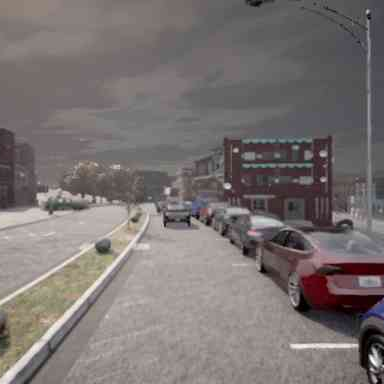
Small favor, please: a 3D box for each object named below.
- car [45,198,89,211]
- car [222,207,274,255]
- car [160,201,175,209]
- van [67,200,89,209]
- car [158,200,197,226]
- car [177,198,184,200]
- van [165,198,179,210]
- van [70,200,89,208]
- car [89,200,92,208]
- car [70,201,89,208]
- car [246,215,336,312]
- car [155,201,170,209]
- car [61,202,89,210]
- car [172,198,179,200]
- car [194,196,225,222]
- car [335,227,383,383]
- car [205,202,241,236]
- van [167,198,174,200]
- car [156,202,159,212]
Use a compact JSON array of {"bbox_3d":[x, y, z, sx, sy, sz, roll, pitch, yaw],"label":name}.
[{"bbox_3d":[-18.510,1.835,48.719,5.566,2.045,2.435,0,-2,-11],"label":"car"},{"bbox_3d":[2.630,1.550,13.332,2.002,1.452,4.674,0,0,-3],"label":"car"},{"bbox_3d":[-4.702,2.453,62.636,2.163,1.488,4.792,0,-2,-13],"label":"car"},{"bbox_3d":[-24.789,2.679,72.587,4.442,1.987,1.878,0,-2,-17],"label":"van"},{"bbox_3d":[-1.157,1.573,23.782,2.128,1.511,4.902,0,0,-5],"label":"car"},{"bbox_3d":[-0.354,1.839,40.869,2.002,1.452,4.674,0,-1,-9],"label":"car"},{"bbox_3d":[-3.475,2.016,57.327,1.878,1.987,4.442,0,-2,-12],"label":"van"},{"bbox_3d":[-27.939,2.995,82.915,4.442,1.987,1.878,0,-2,-19],"label":"van"},{"bbox_3d":[-20.997,2.458,59.475,4.892,1.521,2.231,0,-2,-14],"label":"car"},{"bbox_3d":[-28.967,3.171,85.473,4.553,1.767,2.185,0,-2,-19],"label":"car"},{"bbox_3d":[2.871,1.526,7.818,2.163,1.488,4.792,0,0,-1],"label":"car"},{"bbox_3d":[-6.058,2.602,67.957,2.097,1.535,5.008,0,-2,-14],"label":"car"},{"bbox_3d":[-21.712,2.580,62.110,4.792,1.488,2.163,0,-2,-14],"label":"car"},{"bbox_3d":[-1.287,1.963,46.331,2.002,1.452,4.674,0,-1,-10],"label":"car"},{"bbox_3d":[1.191,1.366,29.937,2.435,2.045,5.566,0,-1,-6],"label":"car"},{"bbox_3d":[3.011,1.356,2.092,2.185,1.767,4.553,0,0,0],"label":"car"},{"bbox_3d":[2.277,1.526,18.742,2.231,1.521,4.892,0,0,-4],"label":"car"},{"bbox_3d":[-2.325,1.847,51.912,1.878,1.987,4.442,0,-1,-11],"label":"van"},{"bbox_3d":[-3.493,1.950,41.756,1.895,1.301,4.718,0,-1,-9],"label":"car"}]
